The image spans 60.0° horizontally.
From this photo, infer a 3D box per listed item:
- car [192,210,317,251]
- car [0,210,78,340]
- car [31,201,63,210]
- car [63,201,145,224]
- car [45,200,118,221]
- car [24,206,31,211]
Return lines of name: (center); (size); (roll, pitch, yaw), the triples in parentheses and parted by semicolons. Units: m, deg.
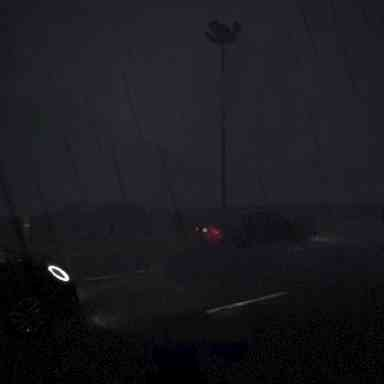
car: (2.641, 1.445, 13.551); (5.357, 1.411, 2.033); (-1, 0, -30)
car: (-4.164, 1.345, 5.008); (4.553, 1.767, 2.097); (-1, 0, -35)
car: (-8.628, 1.467, 23.219); (4.181, 1.385, 1.994); (0, 0, -32)
car: (-5.296, 1.402, 21.188); (4.892, 1.490, 1.837); (0, 0, -32)
car: (-8.945, 1.426, 27.163); (5.357, 1.411, 2.033); (-1, 0, -32)
car: (-12.446, 1.452, 29.078); (4.181, 1.385, 1.994); (0, 0, -32)
